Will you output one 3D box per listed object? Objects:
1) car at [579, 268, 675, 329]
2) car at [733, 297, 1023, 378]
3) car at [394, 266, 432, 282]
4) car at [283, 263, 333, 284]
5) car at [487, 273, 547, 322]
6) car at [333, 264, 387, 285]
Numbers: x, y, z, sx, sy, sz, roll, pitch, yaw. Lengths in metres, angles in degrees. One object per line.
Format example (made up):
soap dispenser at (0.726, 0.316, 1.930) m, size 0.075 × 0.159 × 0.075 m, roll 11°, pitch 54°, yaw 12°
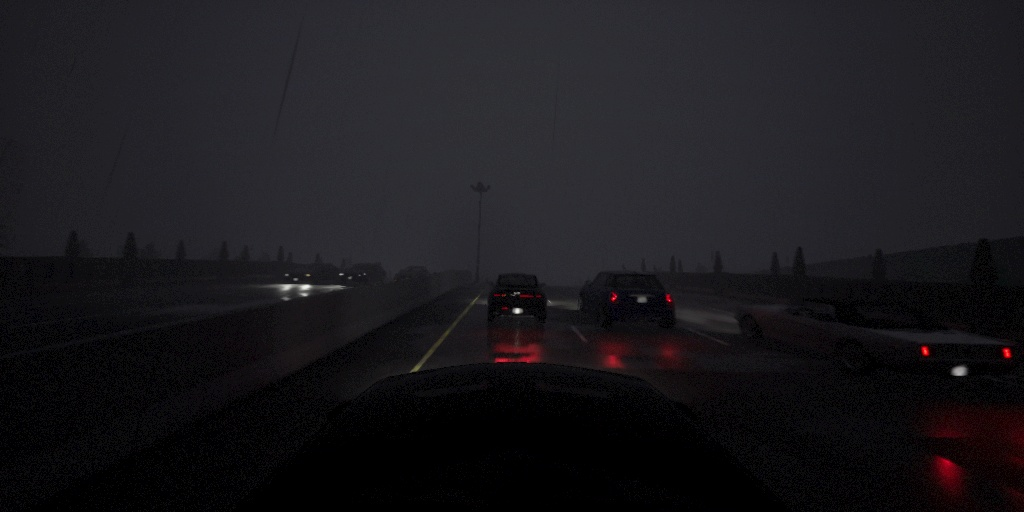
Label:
car at (3.668, 1.265, 12.239) m, size 2.097 × 1.767 × 4.553 m, roll 1°, pitch 0°, yaw 0°
car at (7.169, 1.574, 7.964) m, size 1.895 × 1.301 × 4.718 m, roll 1°, pitch 0°, yaw 0°
car at (-6.995, 1.424, 25.866) m, size 1.994 × 1.385 × 4.181 m, roll 1°, pitch -2°, yaw 0°
car at (-13.991, 1.233, 25.897) m, size 2.033 × 1.411 × 5.357 m, roll 1°, pitch -2°, yaw 0°
car at (0.164, 1.334, 12.715) m, size 1.837 × 1.490 × 4.892 m, roll 1°, pitch 0°, yaw 0°
car at (-10.493, 1.270, 25.656) m, size 1.837 × 1.490 × 4.892 m, roll 1°, pitch -3°, yaw 0°
